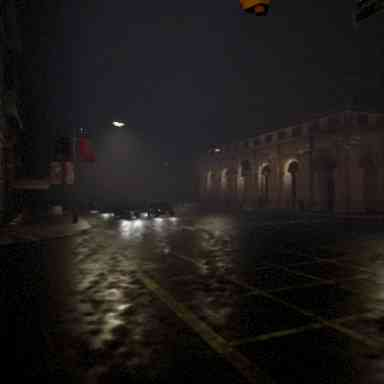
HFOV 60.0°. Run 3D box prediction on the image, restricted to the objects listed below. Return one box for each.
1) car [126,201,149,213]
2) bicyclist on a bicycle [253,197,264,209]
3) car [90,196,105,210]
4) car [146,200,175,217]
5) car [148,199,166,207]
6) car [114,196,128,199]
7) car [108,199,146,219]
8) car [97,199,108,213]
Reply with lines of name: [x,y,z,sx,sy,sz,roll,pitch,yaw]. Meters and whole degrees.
car: [-7.177,1.928,43.276,1.895,1.301,4.718,-1,0,-23]
bicyclist on a bicycle: [8.644,1.421,43.045,1.656,1.620,0.582,-1,0,-23]
car: [-14.410,1.687,51.479,2.150,2.045,5.566,-1,0,-23]
car: [-3.280,1.754,34.176,1.812,1.442,4.674,-1,0,-23]
car: [-6.345,2.005,59.857,1.895,1.301,4.718,-1,0,-23]
car: [-11.251,1.654,53.037,2.150,2.045,5.566,-1,0,-22]
car: [-6.430,1.753,32.636,2.128,1.511,4.902,-1,0,-24]
car: [-10.352,1.925,41.823,1.994,1.385,4.181,-1,0,-22]
